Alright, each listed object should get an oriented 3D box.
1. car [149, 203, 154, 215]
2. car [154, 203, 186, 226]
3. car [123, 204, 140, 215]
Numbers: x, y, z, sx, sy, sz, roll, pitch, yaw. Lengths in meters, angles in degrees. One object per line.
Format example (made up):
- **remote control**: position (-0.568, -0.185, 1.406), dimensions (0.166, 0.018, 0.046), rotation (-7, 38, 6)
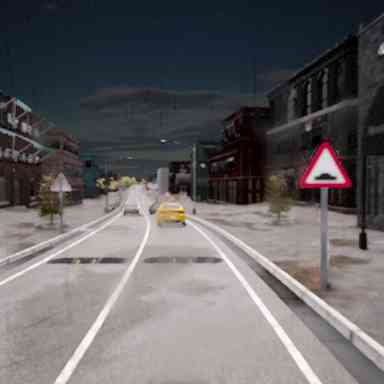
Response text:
- **car**: position (-4.431, 2.117, 42.237), dimensions (1.994, 1.385, 4.181), rotation (0, -2, -10)
- **car**: position (-1.576, 1.544, 24.021), dimensions (1.882, 1.535, 5.008), rotation (0, -1, -7)
- **car**: position (-7.319, 2.127, 40.297), dimensions (1.895, 1.301, 4.718), rotation (0, -2, -10)
